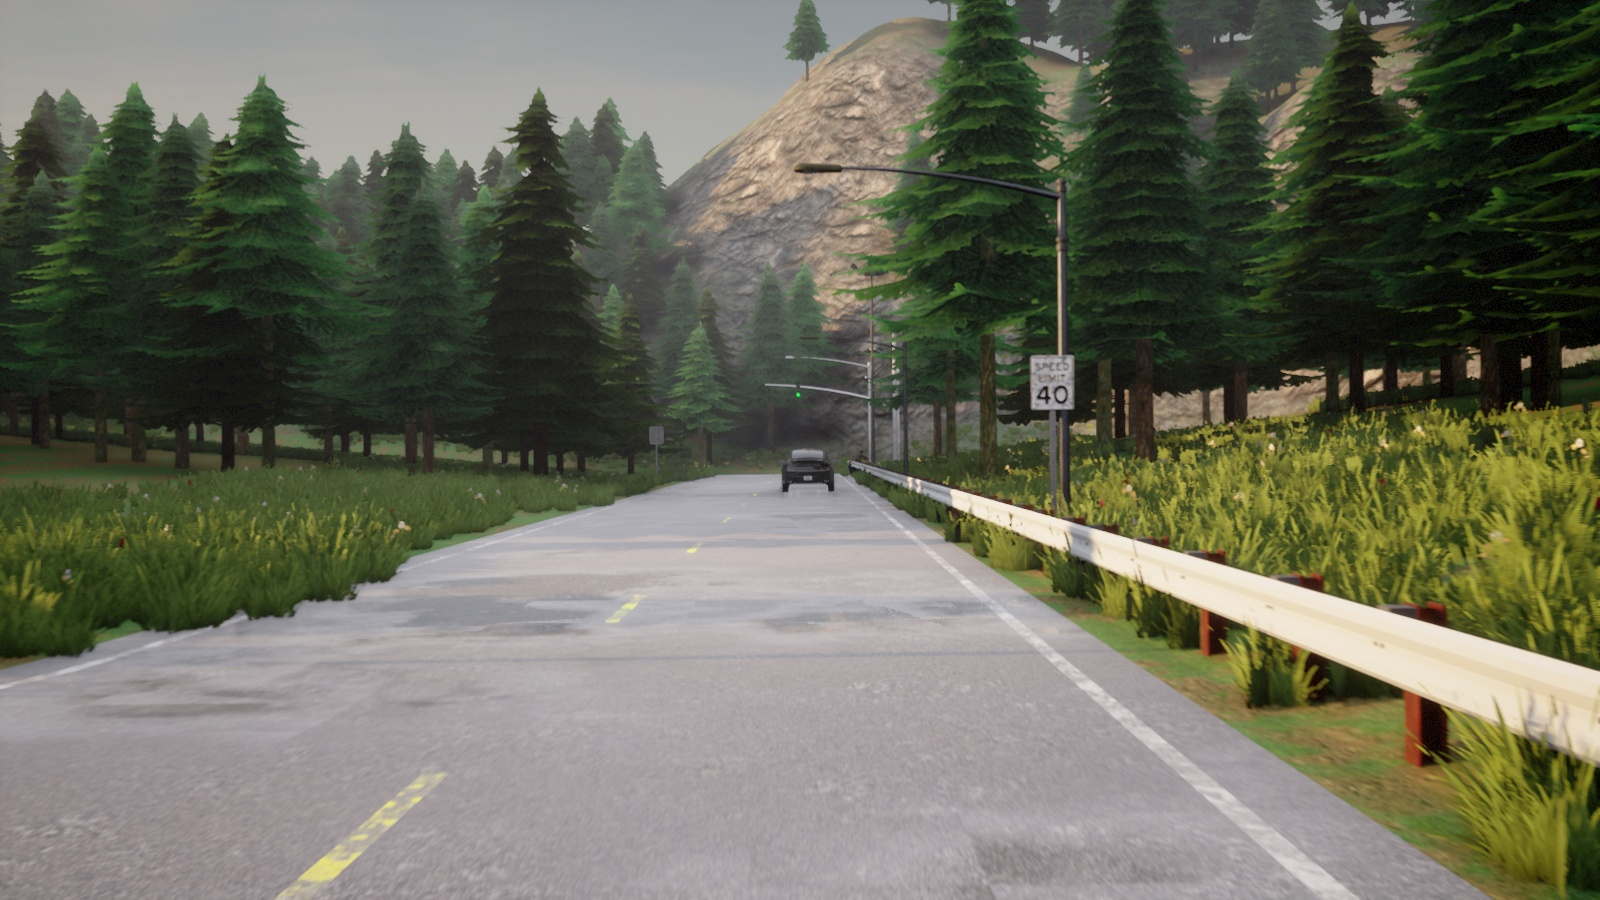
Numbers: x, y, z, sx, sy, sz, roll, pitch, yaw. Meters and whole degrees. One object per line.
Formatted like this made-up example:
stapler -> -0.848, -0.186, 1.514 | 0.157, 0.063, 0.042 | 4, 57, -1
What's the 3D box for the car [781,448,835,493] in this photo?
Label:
car -> 0.291, 0.699, 45.372 | 1.837, 1.490, 4.892 | -1, 0, 0
